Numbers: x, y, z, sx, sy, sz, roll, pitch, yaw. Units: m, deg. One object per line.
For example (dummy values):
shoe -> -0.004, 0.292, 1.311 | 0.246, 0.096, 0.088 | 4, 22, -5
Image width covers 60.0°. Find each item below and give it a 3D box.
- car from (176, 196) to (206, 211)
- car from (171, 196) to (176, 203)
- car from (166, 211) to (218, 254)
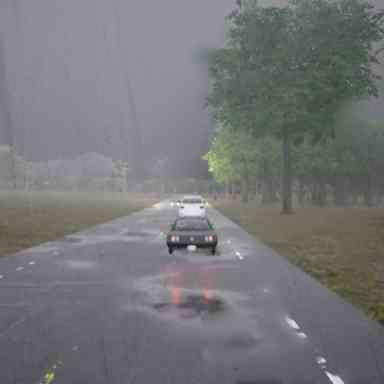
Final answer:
car -> 0.003, 1.384, 29.008 | 2.150, 2.045, 5.566 | 0, 0, 0
car -> -3.496, 1.573, 70.951 | 1.895, 1.301, 4.718 | 0, 1, 0
car -> 0.002, 1.707, 14.077 | 1.895, 1.301, 4.718 | 0, 0, 0
